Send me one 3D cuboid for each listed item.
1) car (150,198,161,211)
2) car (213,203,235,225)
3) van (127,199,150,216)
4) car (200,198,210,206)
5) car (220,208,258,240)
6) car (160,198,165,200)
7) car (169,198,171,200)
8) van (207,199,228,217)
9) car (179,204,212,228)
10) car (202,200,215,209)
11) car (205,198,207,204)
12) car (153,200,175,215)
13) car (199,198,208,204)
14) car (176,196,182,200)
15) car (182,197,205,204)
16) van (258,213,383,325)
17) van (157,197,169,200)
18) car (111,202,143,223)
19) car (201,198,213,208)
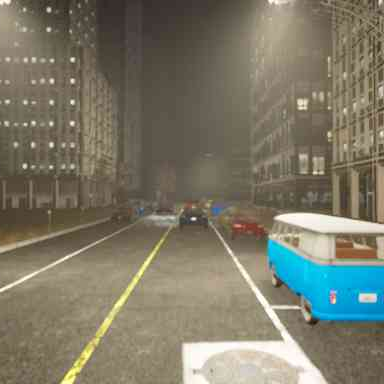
[{"bbox_3d":[-5.642,1.922,44.169,2.008,1.369,4.403,1,0,0],"label":"car"},{"bbox_3d":[2.719,1.731,23.069,1.752,1.417,4.829,1,0,0],"label":"car"},{"bbox_3d":[-5.650,1.631,33.546,1.690,1.788,3.998,1,0,0],"label":"van"},{"bbox_3d":[2.763,2.109,70.725,1.887,1.381,4.507,1,0,0],"label":"car"},{"bbox_3d":[2.713,1.741,17.586,1.802,1.307,4.206,1,0,0],"label":"car"},{"bbox_3d":[-5.637,1.961,49.482,2.008,1.369,4.403,1,0,0],"label":"car"},{"bbox_3d":[-5.719,2.216,81.357,1.802,1.307,4.206,1,0,0],"label":"car"},{"bbox_3d":[2.731,1.632,33.530,1.690,1.788,3.998,1,0,0],"label":"van"},{"bbox_3d":[0.123,1.776,23.918,1.994,1.385,4.181,0,0,0],"label":"car"},{"bbox_3d":[2.748,1.995,54.784,1.887,1.381,4.507,1,0,0],"label":"car"},{"bbox_3d":[2.744,1.938,49.640,1.752,1.417,4.829,1,0,0],"label":"car"},{"bbox_3d":[-3.061,1.929,38.495,1.895,1.301,4.718,0,0,0],"label":"car"},{"bbox_3d":[2.884,2.186,81.349,2.008,1.369,4.403,1,0,0],"label":"car"},{"bbox_3d":[-2.928,1.734,79.122,1.837,1.490,4.892,0,0,0],"label":"car"},{"bbox_3d":[0.139,1.705,41.627,2.097,1.767,4.553,0,0,0],"label":"car"},{"bbox_3d":[2.705,1.406,6.959,1.690,1.788,3.998,1,-1,0],"label":"van"},{"bbox_3d":[-5.625,1.829,60.111,1.690,1.788,3.998,1,0,0],"label":"van"},{"bbox_3d":[-5.657,1.792,28.232,1.887,1.381,4.507,1,0,0],"label":"car"},{"bbox_3d":[2.754,1.929,60.098,1.967,1.590,4.097,1,0,0],"label":"car"}]
